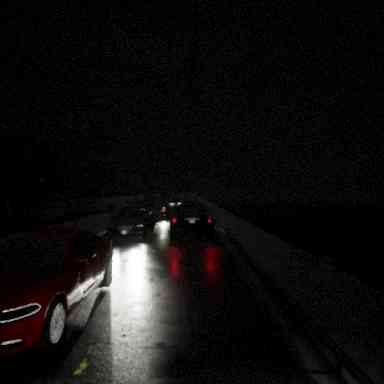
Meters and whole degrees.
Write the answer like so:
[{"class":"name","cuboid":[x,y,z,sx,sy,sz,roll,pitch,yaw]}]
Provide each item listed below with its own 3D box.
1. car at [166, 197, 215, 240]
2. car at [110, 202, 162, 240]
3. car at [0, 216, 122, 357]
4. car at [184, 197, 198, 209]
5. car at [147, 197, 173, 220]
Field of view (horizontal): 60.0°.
[{"class":"car","cuboid":[-0.004,1.344,17.059,2.097,1.767,4.553,0,0,0]},{"class":"car","cuboid":[-2.940,1.488,16.896,2.128,1.511,4.902,0,0,0]},{"class":"car","cuboid":[-2.883,1.479,6.443,1.882,1.535,5.008,0,0,0]},{"class":"car","cuboid":[-0.188,1.492,45.735,1.812,1.442,4.674,0,0,-1]},{"class":"car","cuboid":[-2.981,1.340,27.601,2.097,1.767,4.553,0,0,0]}]
